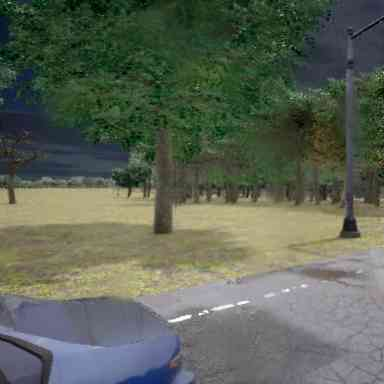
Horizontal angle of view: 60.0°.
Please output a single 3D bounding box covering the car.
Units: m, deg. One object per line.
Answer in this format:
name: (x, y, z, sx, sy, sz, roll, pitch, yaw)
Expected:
car: (-2.533, 1.550, 2.186, 5.357, 1.411, 2.033, 0, 0, -35)
